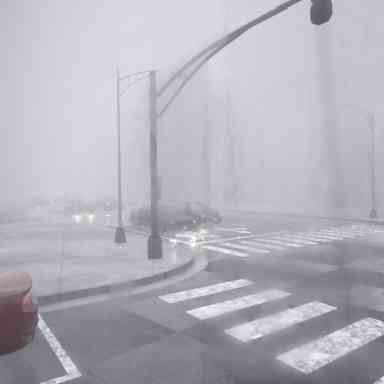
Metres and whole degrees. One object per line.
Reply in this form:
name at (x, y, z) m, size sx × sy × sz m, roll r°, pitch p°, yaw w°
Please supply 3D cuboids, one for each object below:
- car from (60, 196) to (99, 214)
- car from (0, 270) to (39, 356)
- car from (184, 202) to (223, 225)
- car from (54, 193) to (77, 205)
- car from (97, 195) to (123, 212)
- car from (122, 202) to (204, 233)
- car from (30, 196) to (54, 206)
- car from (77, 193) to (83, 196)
car at (-11.050, 1.373, 32.425) m, size 1.994 × 1.385 × 4.181 m, roll -1°, pitch 1°, yaw -35°
car at (-4.179, 1.545, 3.677) m, size 4.507 × 1.381 × 1.887 m, roll 0°, pitch -1°, yaw -36°
car at (0.078, 1.407, 22.424) m, size 1.812 × 1.442 × 4.674 m, roll -1°, pitch 1°, yaw -36°
car at (-19.396, 1.202, 49.863) m, size 2.033 × 1.411 × 5.357 m, roll -1°, pitch 1°, yaw -36°
car at (-8.705, 1.110, 34.732) m, size 2.097 × 1.767 × 4.553 m, roll -1°, pitch 1°, yaw -35°
car at (-1.890, 1.486, 19.592) m, size 2.033 × 1.411 × 5.357 m, roll -1°, pitch 1°, yaw -35°
car at (-22.041, 1.218, 47.974) m, size 2.033 × 1.411 × 5.357 m, roll -1°, pitch 1°, yaw -36°
car at (-22.843, 0.924, 66.041) m, size 1.812 × 1.442 × 4.674 m, roll -1°, pitch 1°, yaw -36°
